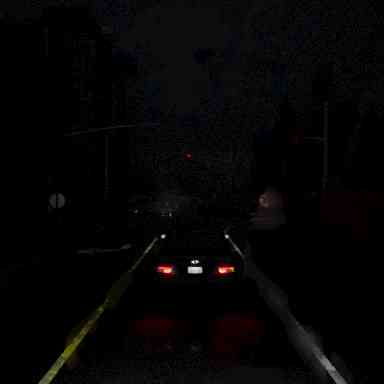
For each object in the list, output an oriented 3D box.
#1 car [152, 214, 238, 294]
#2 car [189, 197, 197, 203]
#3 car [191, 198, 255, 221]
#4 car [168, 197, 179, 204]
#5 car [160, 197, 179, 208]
[{"bbox_3d":[0.080,1.547,8.908,2.033,1.411,5.357,0,0,0],"label":"car"},{"bbox_3d":[0.262,1.601,69.680,1.895,1.301,4.718,0,0,0],"label":"car"},{"bbox_3d":[2.749,1.497,27.497,4.892,1.490,1.837,0,3,32],"label":"car"},{"bbox_3d":[-3.415,1.600,62.424,1.895,1.301,4.718,0,0,0],"label":"car"},{"bbox_3d":[-3.483,1.491,48.339,2.128,1.511,4.902,0,0,0],"label":"car"}]
